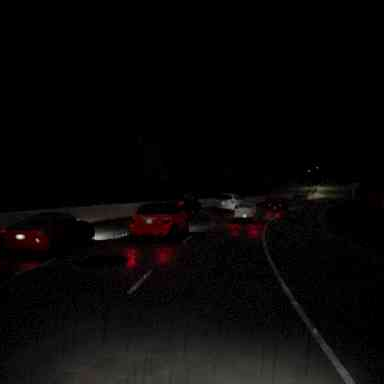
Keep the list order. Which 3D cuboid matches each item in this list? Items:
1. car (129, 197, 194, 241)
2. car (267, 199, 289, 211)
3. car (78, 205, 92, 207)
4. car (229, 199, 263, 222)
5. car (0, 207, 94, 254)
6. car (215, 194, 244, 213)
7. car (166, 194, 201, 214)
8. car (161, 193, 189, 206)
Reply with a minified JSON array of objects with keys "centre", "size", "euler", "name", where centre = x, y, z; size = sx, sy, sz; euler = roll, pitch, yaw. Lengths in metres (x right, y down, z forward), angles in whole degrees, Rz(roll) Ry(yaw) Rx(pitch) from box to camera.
[{"centre":[-1.492,1.321,16.864],"size":[2.097,1.767,4.553],"euler":[0,0,11],"name":"car"},{"centre":[10.701,1.570,40.998],"size":[1.895,1.301,4.718],"euler":[0,0,26],"name":"car"},{"centre":[-9.902,1.472,27.592],"size":[2.033,1.411,5.357],"euler":[0,0,16],"name":"car"},{"centre":[4.414,1.499,25.819],"size":[1.812,1.442,4.674],"euler":[0,0,17],"name":"car"},{"centre":[-5.635,1.525,13.502],"size":[1.994,1.385,4.181],"euler":[0,0,9],"name":"car"},{"centre":[4.152,1.179,35.210],"size":[2.150,2.045,5.566],"euler":[0,0,23],"name":"car"},{"centre":[-0.905,1.168,31.965],"size":[2.150,2.045,5.566],"euler":[0,0,20],"name":"car"},{"centre":[-2.662,1.134,53.751],"size":[2.150,2.045,5.566],"euler":[0,0,27],"name":"car"}]
